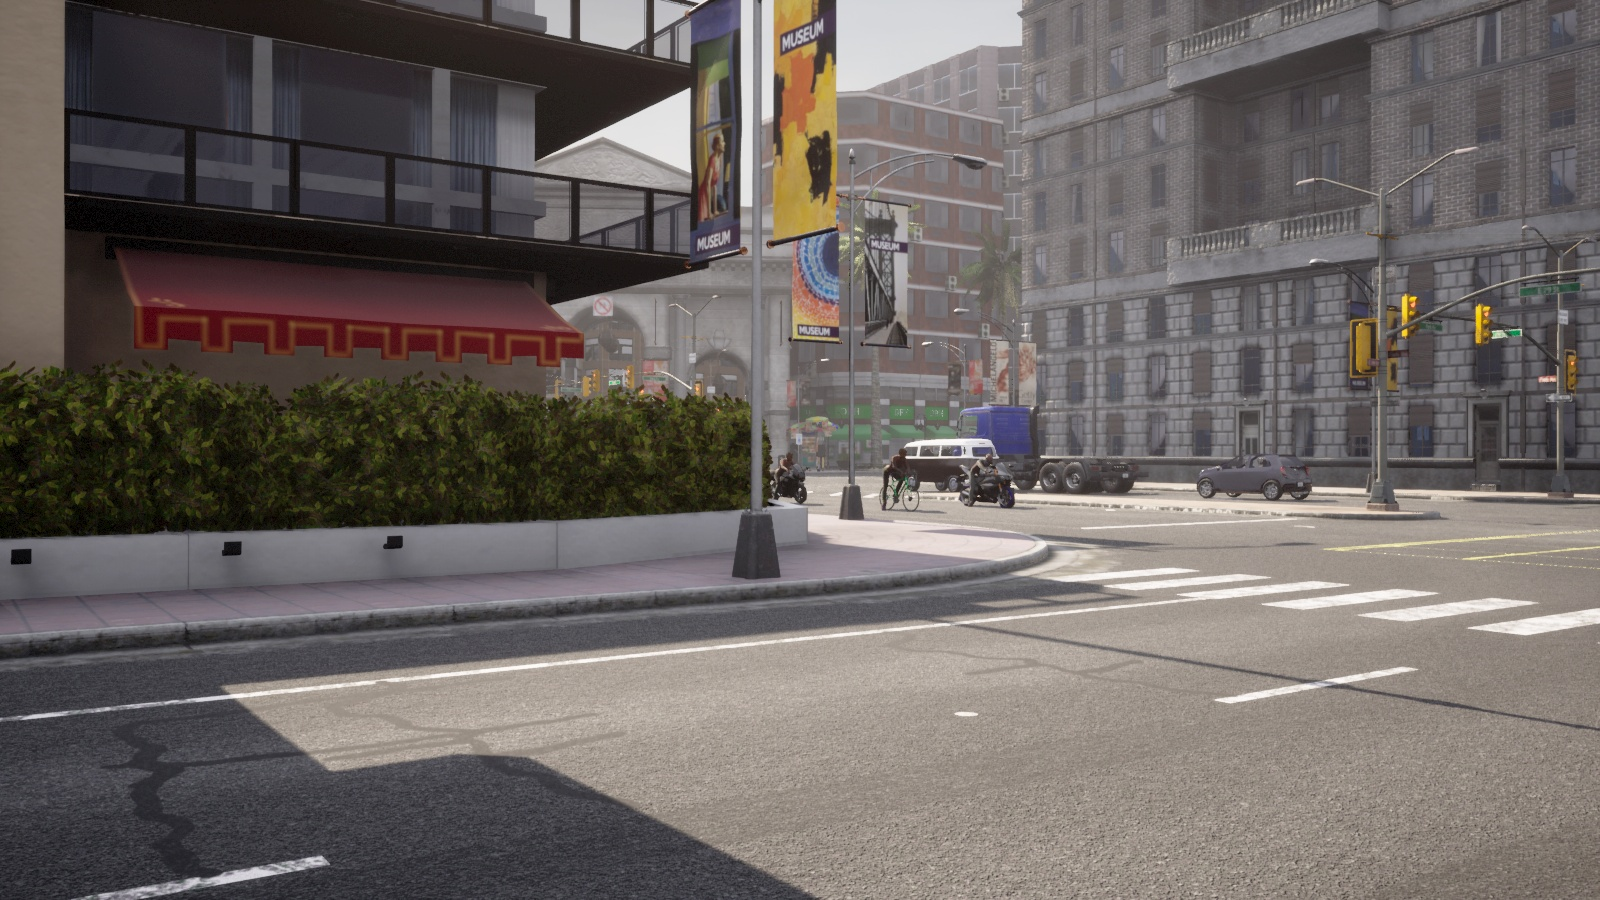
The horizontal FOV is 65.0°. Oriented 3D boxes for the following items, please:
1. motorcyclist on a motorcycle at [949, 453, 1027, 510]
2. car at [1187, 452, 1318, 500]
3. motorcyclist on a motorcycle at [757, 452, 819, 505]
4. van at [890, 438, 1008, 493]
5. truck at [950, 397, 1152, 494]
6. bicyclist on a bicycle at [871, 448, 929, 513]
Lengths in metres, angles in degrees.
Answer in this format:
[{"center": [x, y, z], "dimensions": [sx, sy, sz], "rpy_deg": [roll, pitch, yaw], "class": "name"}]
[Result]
[{"center": [5.192, 0.854, 34.869], "dimensions": [0.866, 1.530, 2.191], "rpy_deg": [0, 0, -35], "class": "motorcyclist on a motorcycle"}, {"center": [14.795, 0.828, 41.201], "dimensions": [1.845, 1.501, 3.633], "rpy_deg": [0, 0, -35], "class": "car"}, {"center": [-0.372, 0.818, 36.784], "dimensions": [0.797, 1.523, 2.044], "rpy_deg": [0, 0, -35], "class": "motorcyclist on a motorcycle"}, {"center": [5.675, 0.574, 48.287], "dimensions": [2.069, 2.038, 4.480], "rpy_deg": [0, 0, -34], "class": "van"}, {"center": [9.565, -0.138, 48.807], "dimensions": [2.891, 3.462, 7.936], "rpy_deg": [0, 0, -35], "class": "truck"}, {"center": [2.565, 0.772, 32.513], "dimensions": [0.582, 1.620, 1.656], "rpy_deg": [0, 0, -35], "class": "bicyclist on a bicycle"}]
